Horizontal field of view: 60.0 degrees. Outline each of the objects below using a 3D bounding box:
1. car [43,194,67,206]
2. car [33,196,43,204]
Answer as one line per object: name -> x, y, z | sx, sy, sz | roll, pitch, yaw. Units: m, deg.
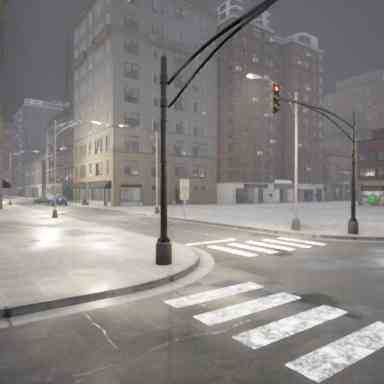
car -> -19.662, 1.114, 48.181 | 2.097, 1.767, 4.553 | 0, 0, -36
car -> -25.456, 1.282, 56.294 | 1.994, 1.385, 4.181 | 0, 0, -36
